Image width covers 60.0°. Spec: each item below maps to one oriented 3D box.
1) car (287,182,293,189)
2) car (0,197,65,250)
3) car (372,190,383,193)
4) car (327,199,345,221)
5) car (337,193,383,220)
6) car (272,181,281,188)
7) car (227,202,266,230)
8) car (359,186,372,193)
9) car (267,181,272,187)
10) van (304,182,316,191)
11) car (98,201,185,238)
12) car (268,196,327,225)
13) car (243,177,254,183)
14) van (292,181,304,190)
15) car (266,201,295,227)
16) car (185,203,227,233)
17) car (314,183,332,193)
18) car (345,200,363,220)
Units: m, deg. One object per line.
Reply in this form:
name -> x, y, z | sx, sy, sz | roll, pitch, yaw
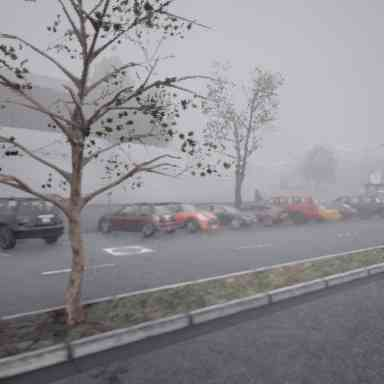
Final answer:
car -> 24.511, -1.532, 81.297 | 1.946, 1.575, 5.366 | 7, 3, 35
car -> -7.928, 1.244, 14.593 | 5.566, 2.045, 2.435 | -1, -1, 35
car -> 36.463, 0.414, 63.865 | 2.002, 1.452, 4.674 | 7, 3, 35
car -> 9.062, 1.589, 26.867 | 5.366, 1.575, 1.946 | -1, -1, 35
car -> 14.098, 1.375, 30.251 | 5.566, 2.045, 2.435 | -1, -1, 35
car -> 22.681, -1.764, 83.618 | 2.002, 1.452, 4.674 | 7, 3, 35
car -> 1.876, 1.541, 21.550 | 4.892, 1.521, 2.231 | -1, -1, 35
car -> 34.775, -0.148, 66.340 | 2.435, 2.045, 5.566 | 7, 3, 35
car -> 20.940, -2.038, 86.082 | 2.002, 1.452, 4.674 | 7, 3, 35
van -> 27.812, -1.213, 76.092 | 1.878, 1.987, 4.442 | 7, 3, 35
car -> -2.986, 1.386, 18.043 | 4.553, 1.767, 2.185 | -1, -1, 35
car -> 6.743, 1.322, 25.041 | 5.566, 2.045, 2.435 | -1, -1, 35
car -> 15.841, -2.896, 93.596 | 1.946, 1.575, 5.366 | 7, 3, 34
van -> 26.084, -1.486, 78.565 | 1.878, 1.987, 4.442 | 7, 3, 35
car -> 4.296, 1.585, 23.296 | 4.792, 1.488, 2.163 | -1, -1, 35
car -> -0.591, 1.400, 19.826 | 4.553, 1.767, 2.185 | -1, -1, 35
car -> 29.569, -0.714, 73.728 | 2.231, 1.521, 4.892 | 7, 3, 35
car -> 11.669, 1.648, 28.494 | 4.674, 1.452, 2.002 | -1, -1, 35
